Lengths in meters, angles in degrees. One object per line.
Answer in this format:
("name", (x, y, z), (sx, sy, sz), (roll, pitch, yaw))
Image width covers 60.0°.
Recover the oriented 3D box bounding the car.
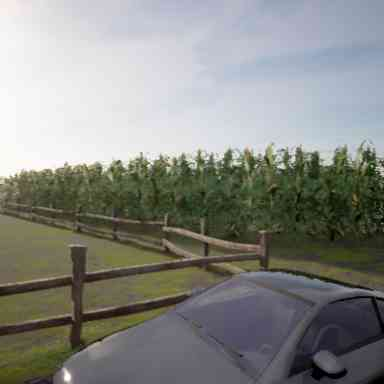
("car", (0.814, 1.542, 3.189), (4.181, 1.385, 1.994), (0, 0, -31))
